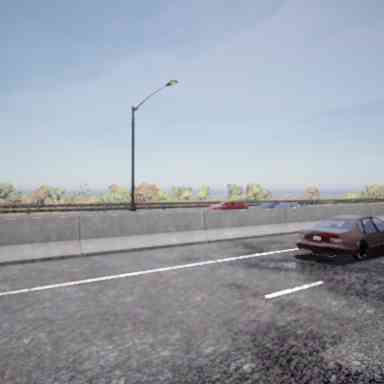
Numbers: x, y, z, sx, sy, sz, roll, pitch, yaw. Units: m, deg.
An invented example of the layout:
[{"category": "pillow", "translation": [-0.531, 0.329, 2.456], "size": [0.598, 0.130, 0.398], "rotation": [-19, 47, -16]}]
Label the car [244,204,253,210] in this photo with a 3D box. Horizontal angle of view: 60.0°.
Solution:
[{"category": "car", "translation": [7.238, 1.628, 30.648], "size": [4.181, 1.385, 1.994], "rotation": [0, 0, -35]}]

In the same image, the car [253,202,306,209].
[{"category": "car", "translation": [7.730, 1.607, 26.703], "size": [5.357, 1.411, 2.033], "rotation": [0, 0, -35]}]

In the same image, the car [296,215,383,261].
[{"category": "car", "translation": [6.180, 1.581, 12.455], "size": [5.357, 1.411, 2.033], "rotation": [0, 0, -35]}]

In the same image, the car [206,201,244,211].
[{"category": "car", "translation": [3.521, 1.584, 32.283], "size": [4.674, 1.442, 1.812], "rotation": [0, 0, -36]}]
